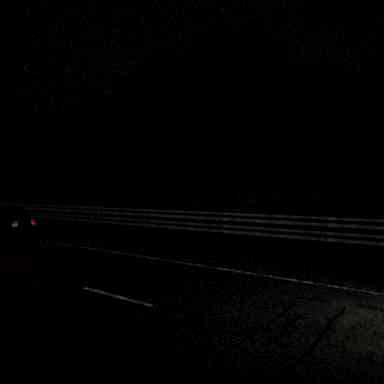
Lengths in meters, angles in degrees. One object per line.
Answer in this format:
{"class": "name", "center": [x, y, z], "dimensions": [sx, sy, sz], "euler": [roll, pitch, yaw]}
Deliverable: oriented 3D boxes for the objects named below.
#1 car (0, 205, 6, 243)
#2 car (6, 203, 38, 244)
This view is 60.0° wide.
{"class": "car", "center": [-7.897, 1.206, 9.543], "dimensions": [5.566, 2.045, 2.150], "euler": [0, 0, 35]}
{"class": "car", "center": [-8.764, 1.332, 14.440], "dimensions": [4.553, 1.767, 2.097], "euler": [0, 0, 35]}
